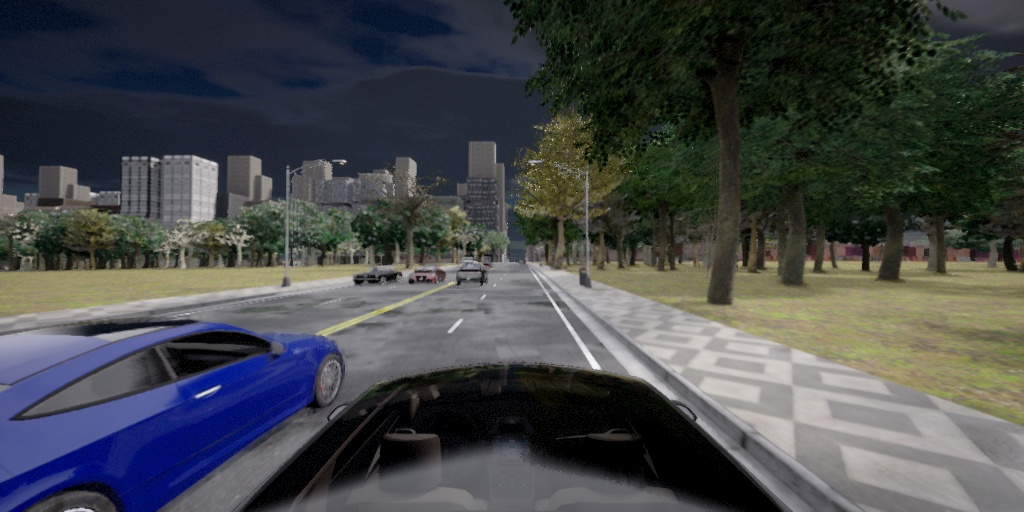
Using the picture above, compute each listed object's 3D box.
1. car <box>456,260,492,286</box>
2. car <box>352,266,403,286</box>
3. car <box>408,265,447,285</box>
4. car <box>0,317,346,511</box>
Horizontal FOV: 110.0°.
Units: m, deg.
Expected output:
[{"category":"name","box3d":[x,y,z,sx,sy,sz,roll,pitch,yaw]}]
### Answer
[{"category":"car","box3d":[-2.706,1.282,25.421,2.128,1.511,4.902,0,0,2]},{"category":"car","box3d":[-9.405,1.392,25.388,1.895,1.301,4.718,0,0,2]},{"category":"car","box3d":[-6.125,1.357,26.318,1.994,1.385,4.181,0,0,2]},{"category":"car","box3d":[-3.327,1.277,3.208,1.812,1.442,4.674,0,0,1]}]
